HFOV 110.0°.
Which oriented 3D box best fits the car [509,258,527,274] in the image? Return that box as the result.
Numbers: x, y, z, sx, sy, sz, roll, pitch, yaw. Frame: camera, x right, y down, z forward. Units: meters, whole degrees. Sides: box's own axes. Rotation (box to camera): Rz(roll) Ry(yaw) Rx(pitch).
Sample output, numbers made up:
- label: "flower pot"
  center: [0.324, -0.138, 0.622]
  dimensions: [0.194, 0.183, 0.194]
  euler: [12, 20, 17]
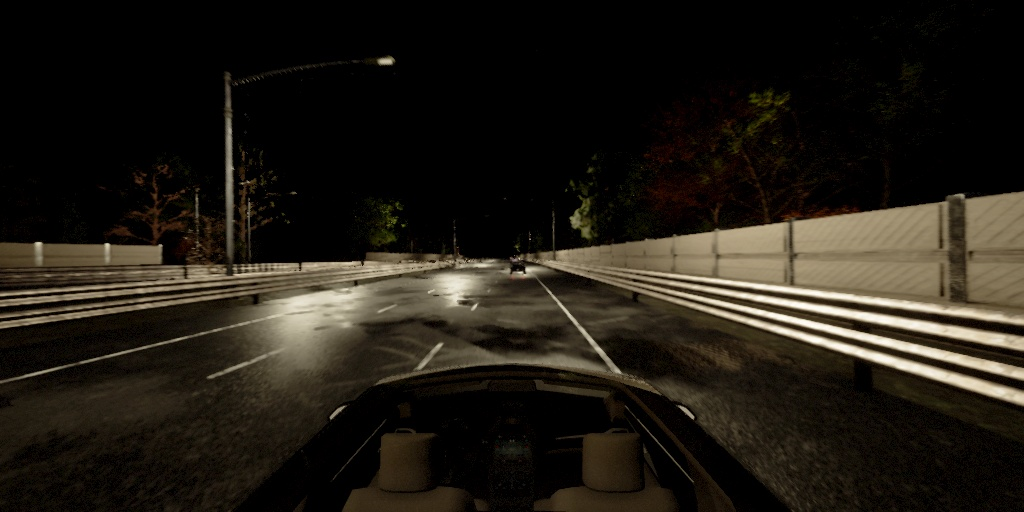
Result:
- label: "car"
  center: [0.696, 1.335, 43.041]
  dimensions: [2.128, 1.511, 4.902]
  euler: [-1, 0, 1]
